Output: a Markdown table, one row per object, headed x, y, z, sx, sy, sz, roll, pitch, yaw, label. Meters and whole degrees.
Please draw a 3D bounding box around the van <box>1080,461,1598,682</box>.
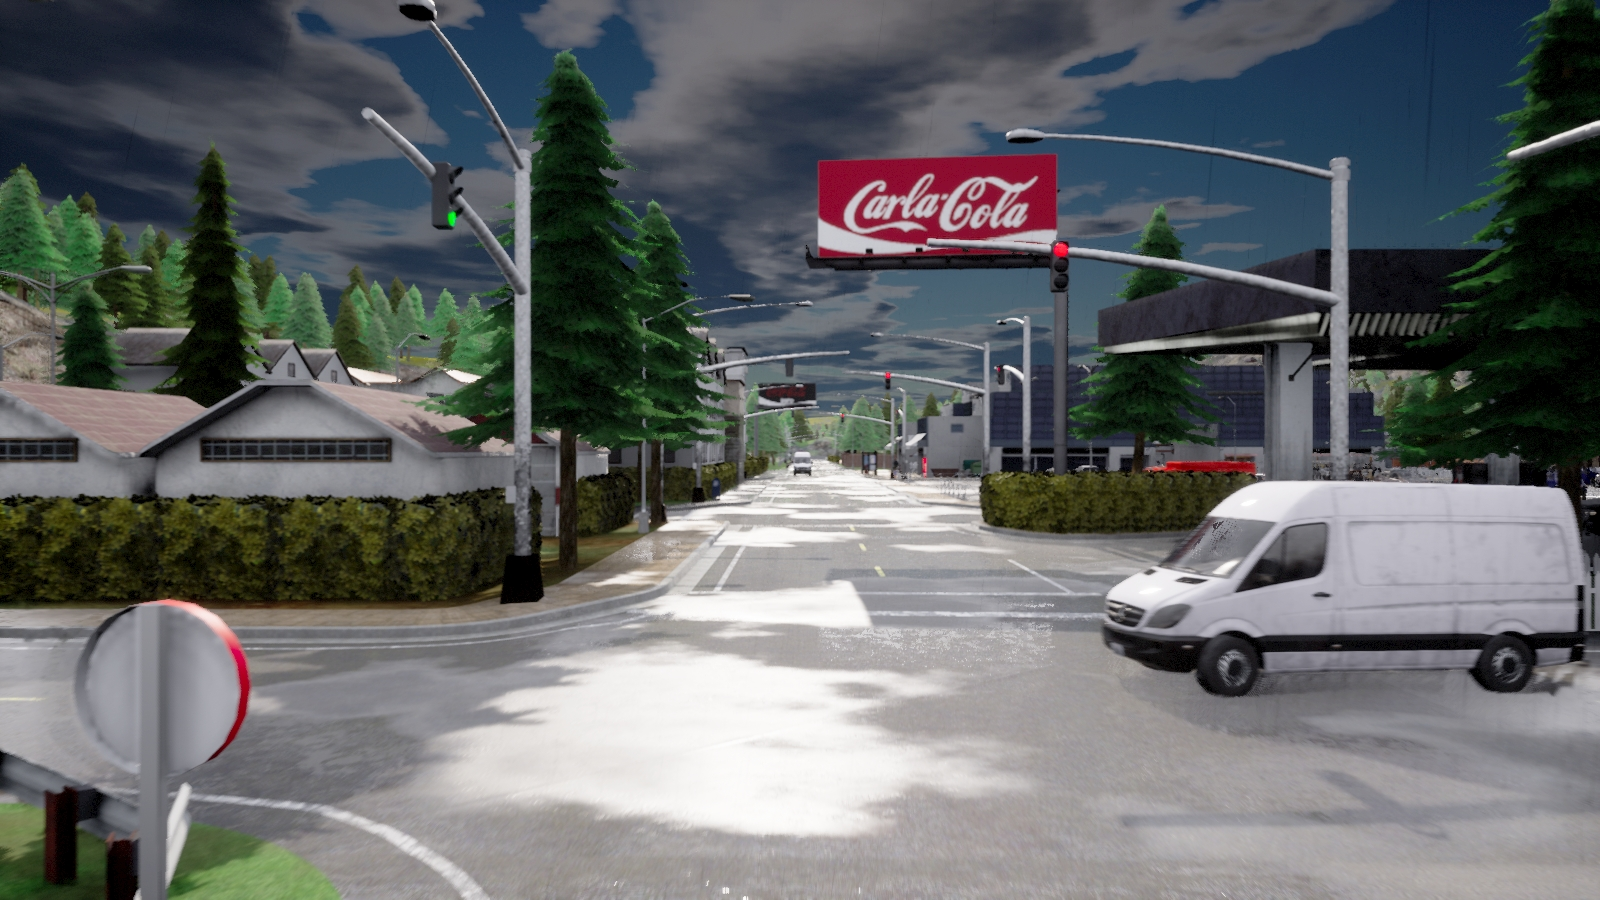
| x | y | z | sx | sy | sz | roll | pitch | yaw | label |
| --- | --- | --- | --- | --- | --- | --- | --- | --- | --- |
| 6.830 | 1.486 | 14.723 | 5.915 | 2.561 | 1.988 | 1 | -1 | -9 | van |
